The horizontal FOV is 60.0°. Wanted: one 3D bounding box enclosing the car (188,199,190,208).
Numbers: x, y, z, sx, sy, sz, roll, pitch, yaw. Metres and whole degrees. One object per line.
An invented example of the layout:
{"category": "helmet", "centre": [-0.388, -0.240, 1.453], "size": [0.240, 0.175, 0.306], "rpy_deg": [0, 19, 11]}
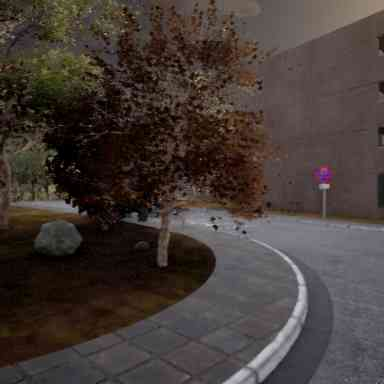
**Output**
{"category": "car", "centre": [-2.437, 0.763, 26.790], "size": [5.008, 1.535, 1.882], "rpy_deg": [3, 1, 39]}

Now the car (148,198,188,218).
{"category": "car", "centre": [-3.027, 0.804, 22.832], "size": [5.008, 1.535, 1.882], "rpy_deg": [3, 1, 39]}
